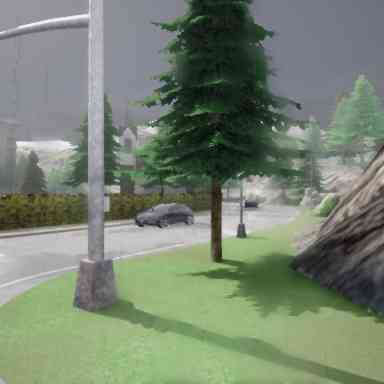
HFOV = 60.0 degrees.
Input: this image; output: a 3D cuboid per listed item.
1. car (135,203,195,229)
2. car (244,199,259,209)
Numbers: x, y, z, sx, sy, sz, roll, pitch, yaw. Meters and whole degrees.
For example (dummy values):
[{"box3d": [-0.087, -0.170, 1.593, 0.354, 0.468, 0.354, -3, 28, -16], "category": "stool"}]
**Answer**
[{"box3d": [-1.677, 1.500, 21.848, 1.837, 1.490, 4.892, 0, 0, 33], "category": "car"}, {"box3d": [7.912, 1.595, 44.282, 1.895, 1.301, 4.718, 0, 0, 12], "category": "car"}]
